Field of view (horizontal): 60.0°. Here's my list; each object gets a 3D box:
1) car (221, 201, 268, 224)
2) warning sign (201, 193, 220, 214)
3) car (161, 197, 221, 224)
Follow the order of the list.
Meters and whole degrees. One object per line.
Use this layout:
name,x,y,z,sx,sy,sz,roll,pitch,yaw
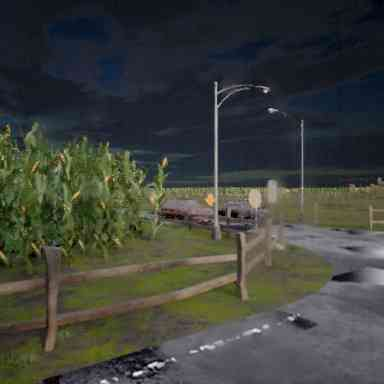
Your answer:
car,3.284,1.418,24.227,2.128,1.511,4.902,0,0,-36
warning sign,1.694,1.011,30.469,1.300,1.860,1.060,-1,0,-36
car,-0.344,1.286,24.227,2.097,1.767,4.553,0,0,-36
